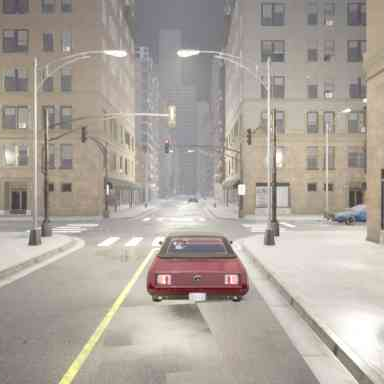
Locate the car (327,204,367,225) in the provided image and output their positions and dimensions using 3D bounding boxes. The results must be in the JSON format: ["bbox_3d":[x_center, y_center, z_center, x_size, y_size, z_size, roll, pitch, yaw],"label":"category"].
[{"bbox_3d":[12.198,1.512,22.804,5.357,1.411,2.033,0,0,3],"label":"car"}]

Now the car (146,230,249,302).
[{"bbox_3d":[0.093,1.601,8.214,1.895,1.301,4.718,0,0,0],"label":"car"}]

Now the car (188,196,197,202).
[{"bbox_3d":[0.098,1.567,75.127,1.895,1.301,4.718,0,0,0],"label":"car"}]

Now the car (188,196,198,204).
[{"bbox_3d":[0.180,1.507,65.198,1.812,1.442,4.674,0,0,0],"label":"car"}]
